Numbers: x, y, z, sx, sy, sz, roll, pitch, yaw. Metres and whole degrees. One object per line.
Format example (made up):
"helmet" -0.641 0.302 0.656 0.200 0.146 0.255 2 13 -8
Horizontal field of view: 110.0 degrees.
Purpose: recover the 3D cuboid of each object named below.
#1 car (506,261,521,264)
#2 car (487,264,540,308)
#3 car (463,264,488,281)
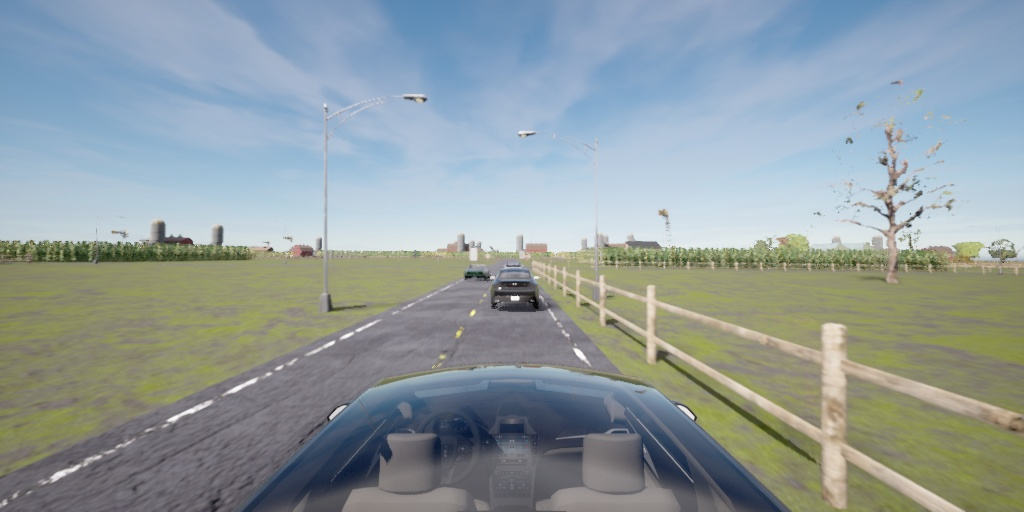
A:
"car" 0.116 1.228 33.420 2.128 1.511 4.902 0 0 0
"car" 0.109 1.252 15.151 1.837 1.490 4.892 0 0 0
"car" -2.832 1.341 29.456 1.895 1.301 4.718 0 0 0
